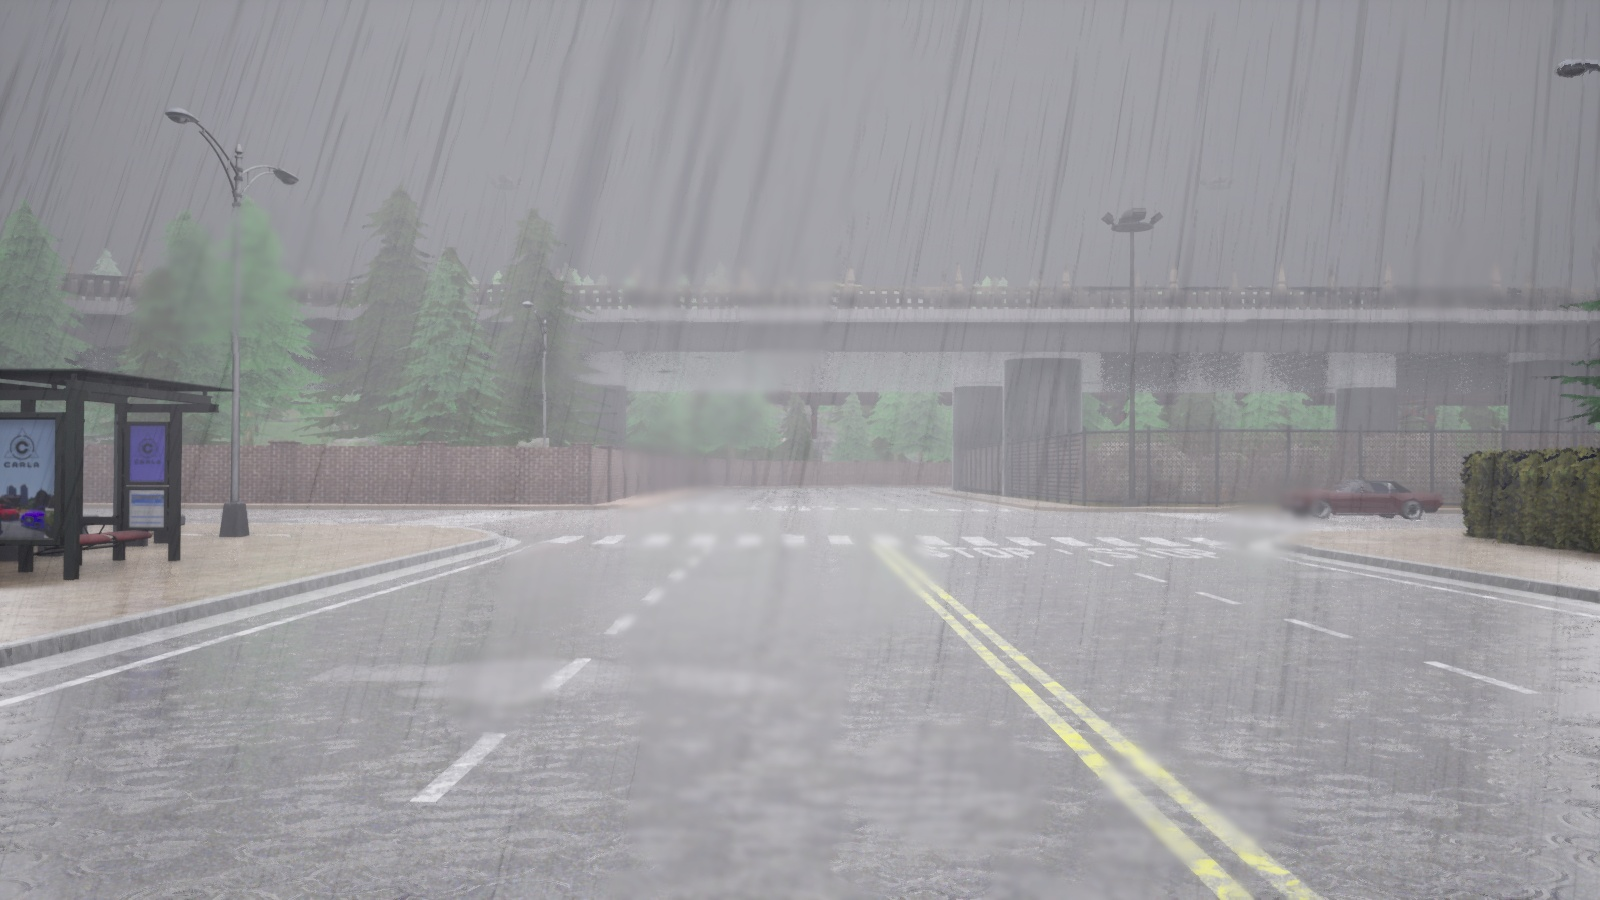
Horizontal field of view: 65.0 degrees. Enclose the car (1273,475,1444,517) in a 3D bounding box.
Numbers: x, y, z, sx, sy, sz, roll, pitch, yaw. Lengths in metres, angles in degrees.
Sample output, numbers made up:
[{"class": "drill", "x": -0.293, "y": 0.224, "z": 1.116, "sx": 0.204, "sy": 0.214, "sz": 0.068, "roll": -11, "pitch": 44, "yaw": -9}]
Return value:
[{"class": "car", "x": 18.137, "y": 1.472, "z": 40.895, "sx": 4.718, "sy": 1.301, "sz": 1.895, "roll": 0, "pitch": -1, "yaw": 0}]
